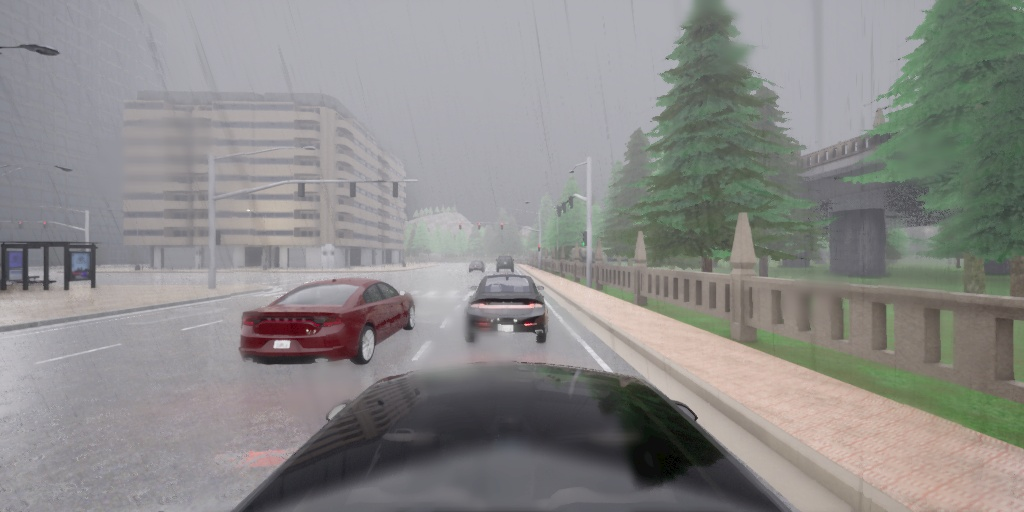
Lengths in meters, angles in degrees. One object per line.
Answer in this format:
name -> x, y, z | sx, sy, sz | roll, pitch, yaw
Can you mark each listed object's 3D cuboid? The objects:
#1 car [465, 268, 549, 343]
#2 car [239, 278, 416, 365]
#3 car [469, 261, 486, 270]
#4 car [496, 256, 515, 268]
car -> -0.128, 1.241, 9.631 | 2.128, 1.511, 4.902 | 0, 0, -1
car -> -3.596, 1.227, 8.069 | 1.882, 1.535, 5.008 | 0, 0, 0
car -> -4.370, 1.292, 45.006 | 2.033, 1.411, 5.357 | 0, 0, -1
car -> -0.867, 0.966, 45.320 | 2.150, 2.045, 5.566 | 0, 0, -1
